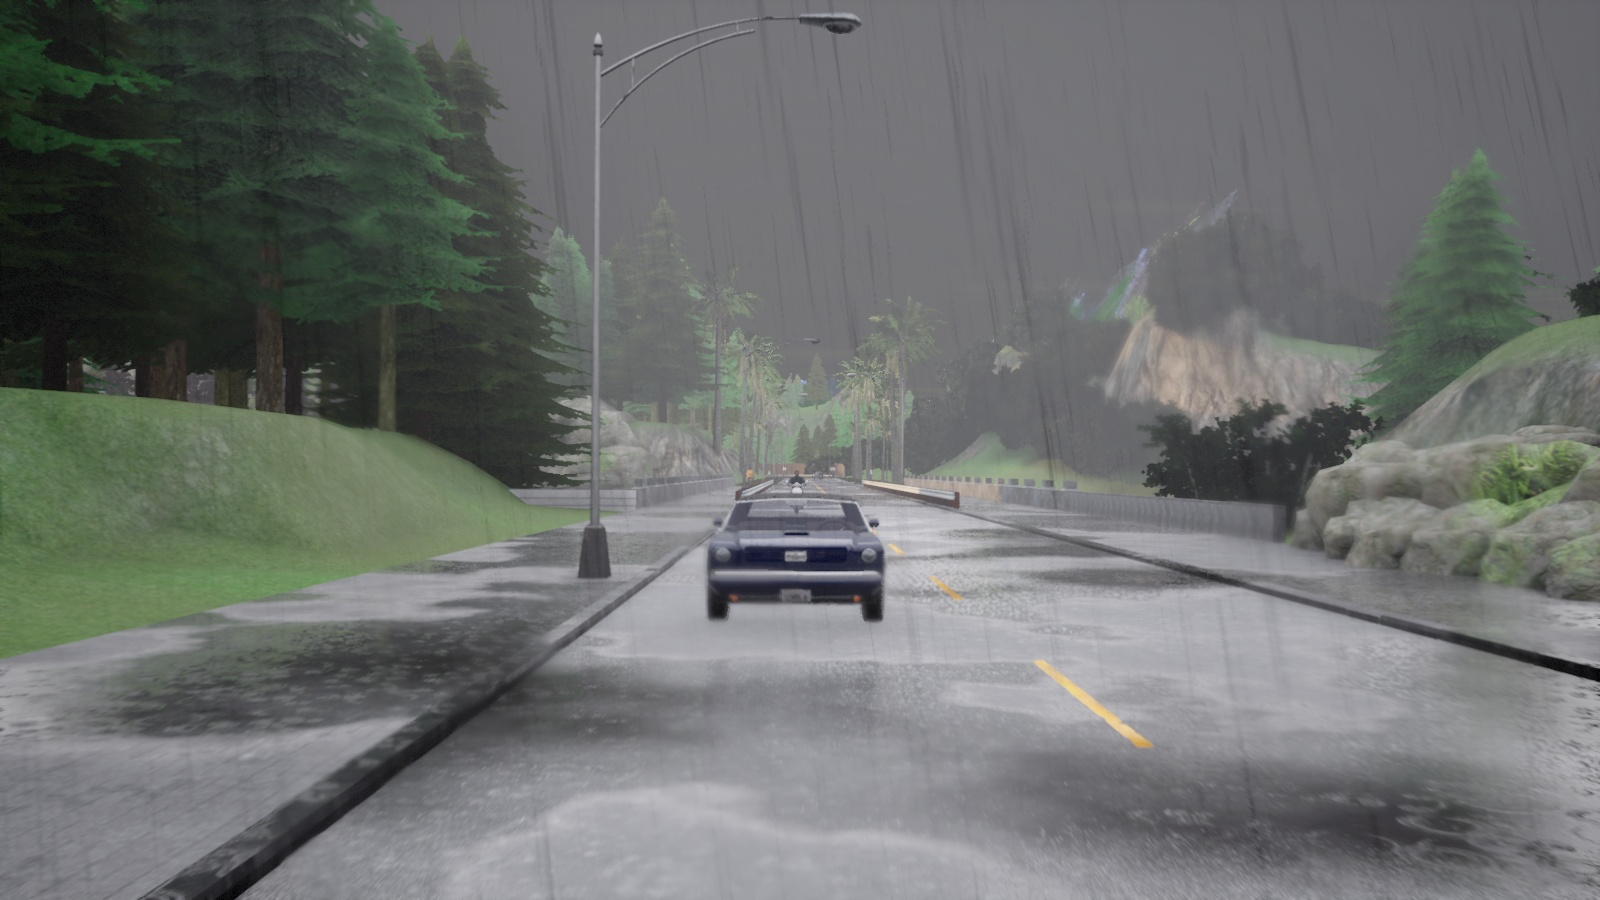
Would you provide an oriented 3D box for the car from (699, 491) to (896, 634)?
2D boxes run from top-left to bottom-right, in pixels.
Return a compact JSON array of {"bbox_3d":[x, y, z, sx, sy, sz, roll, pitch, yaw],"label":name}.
[{"bbox_3d":[-0.033,1.157,14.471,1.895,1.301,4.718,0,-1,0],"label":"car"}]
